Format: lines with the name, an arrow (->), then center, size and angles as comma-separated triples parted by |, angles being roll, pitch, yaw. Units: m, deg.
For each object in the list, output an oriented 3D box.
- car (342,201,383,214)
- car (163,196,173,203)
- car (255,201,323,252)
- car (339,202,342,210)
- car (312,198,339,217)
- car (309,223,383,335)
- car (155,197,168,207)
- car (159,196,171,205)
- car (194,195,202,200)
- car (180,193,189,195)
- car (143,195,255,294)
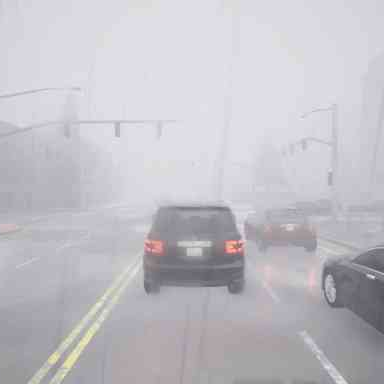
car -> 18.490, 1.600, 34.129 | 4.718, 1.301, 1.895 | 0, 0, -2
car -> -5.068, 1.551, 71.174 | 1.994, 1.385, 4.181 | 0, 0, -1
car -> 3.537, 1.352, 14.123 | 2.097, 1.767, 4.553 | 0, 0, 0
car -> 14.441, 1.504, 37.522 | 4.892, 1.490, 1.837 | 0, 0, -2
car -> 10.405, 1.525, 30.172 | 4.674, 1.442, 1.812 | 0, 0, -2
car -> 3.607, 1.505, 5.042 | 1.837, 1.490, 4.892 | 0, 0, 0
car -> -4.696, 1.524, 51.903 | 1.812, 1.442, 4.674 | 0, 0, -1
car -> -4.895, 1.476, 61.293 | 1.882, 1.535, 5.008 | 0, 0, -1
car -> 1.475, 1.550, 90.326 | 1.994, 1.385, 4.181 | 0, 0, -1
car -> -1.783, 1.494, 80.180 | 1.837, 1.490, 4.892 | 0, 0, -1
car -> 0.055, 1.221, 8.945 | 2.150, 2.045, 5.566 | 0, 0, 0
